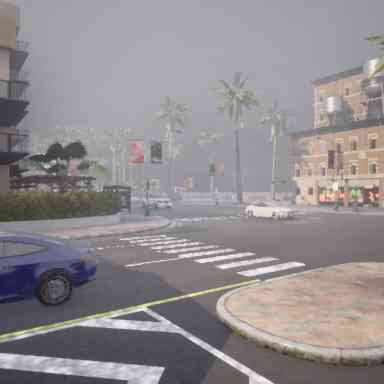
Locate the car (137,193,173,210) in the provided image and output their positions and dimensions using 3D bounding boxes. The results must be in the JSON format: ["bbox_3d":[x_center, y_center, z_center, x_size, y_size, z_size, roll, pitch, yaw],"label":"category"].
[{"bbox_3d":[-4.728,1.220,43.842,2.150,2.045,5.566,0,0,-35],"label":"car"}]

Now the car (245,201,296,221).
[{"bbox_3d":[6.434,1.524,27.919,1.812,1.442,4.674,0,0,-35],"label":"car"}]

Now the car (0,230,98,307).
[{"bbox_3d":[-4.232,1.526,6.488,4.674,1.442,1.812,0,0,-35],"label":"car"}]

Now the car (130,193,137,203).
[{"bbox_3d":[-12.685,1.220,67.362,2.150,2.045,5.566,0,0,-38],"label":"car"}]
